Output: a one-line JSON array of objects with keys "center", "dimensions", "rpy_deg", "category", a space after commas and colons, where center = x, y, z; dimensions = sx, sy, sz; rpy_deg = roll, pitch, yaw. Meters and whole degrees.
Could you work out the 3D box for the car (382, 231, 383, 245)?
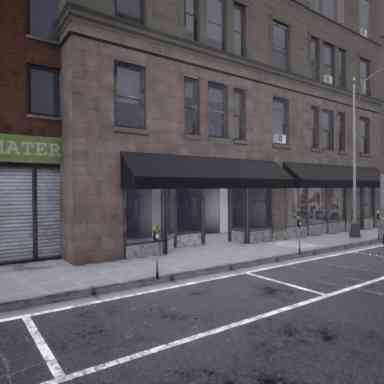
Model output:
[{"center": [9.281, 1.539, 13.197], "dimensions": [4.507, 1.381, 1.887], "rpy_deg": [0, -1, -36], "category": "car"}]
